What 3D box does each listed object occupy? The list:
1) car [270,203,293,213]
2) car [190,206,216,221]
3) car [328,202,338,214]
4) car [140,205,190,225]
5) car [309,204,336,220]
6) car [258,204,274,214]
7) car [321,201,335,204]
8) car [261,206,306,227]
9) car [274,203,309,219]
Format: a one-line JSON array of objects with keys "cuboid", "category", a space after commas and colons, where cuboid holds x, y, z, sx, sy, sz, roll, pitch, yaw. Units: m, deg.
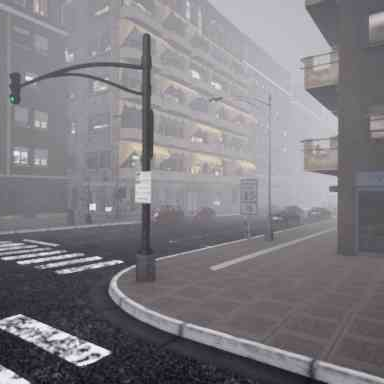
[{"cuboid": [13.682, 2.397, 50.722, 1.752, 1.417, 4.829, -1, -1, 35], "category": "car"}, {"cuboid": [0.829, 2.056, 32.220, 1.802, 1.307, 4.206, -1, -1, 35], "category": "car"}, {"cuboid": [20.704, 2.454, 46.257, 1.752, 1.417, 4.829, -1, -1, 35], "category": "car"}, {"cuboid": [-2.409, 1.814, 27.563, 1.967, 1.590, 4.097, -1, -1, 35], "category": "car"}, {"cuboid": [14.131, 2.291, 36.796, 1.947, 1.339, 4.313, -1, -1, 35], "category": "car"}, {"cuboid": [10.541, 2.319, 46.201, 1.887, 1.381, 4.507, -1, -1, 35], "category": "car"}, {"cuboid": [29.934, 2.814, 74.187, 1.967, 1.590, 4.097, -1, -1, 35], "category": "car"}, {"cuboid": [7.655, 2.091, 27.476, 1.947, 1.339, 4.313, -1, -1, 35], "category": "car"}, {"cuboid": [11.070, 2.205, 36.849, 1.812, 1.442, 4.674, 0, -1, 35], "category": "car"}]
